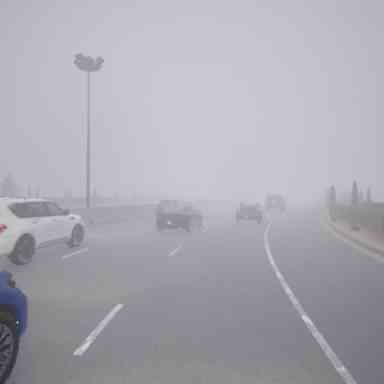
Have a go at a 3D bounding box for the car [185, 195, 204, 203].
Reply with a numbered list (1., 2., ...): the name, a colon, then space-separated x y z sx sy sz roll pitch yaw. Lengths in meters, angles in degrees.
1. car: 0.534 1.370 64.385 2.033 1.411 5.357 0 0 21

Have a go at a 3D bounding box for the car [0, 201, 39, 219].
1. car: -16.259 1.543 29.960 1.812 1.442 4.674 0 0 17

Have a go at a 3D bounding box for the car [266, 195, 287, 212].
1. car: 10.434 1.337 41.306 2.150 2.045 5.566 0 0 21

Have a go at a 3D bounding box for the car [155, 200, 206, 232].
1. car: -0.632 1.497 20.225 1.882 1.535 5.008 0 0 14

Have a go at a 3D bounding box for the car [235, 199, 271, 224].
1. car: 4.565 1.534 25.577 2.128 1.511 4.902 0 0 18

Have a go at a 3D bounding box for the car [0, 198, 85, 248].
1. car: -5.887 1.214 11.788 2.150 2.045 5.566 0 0 8

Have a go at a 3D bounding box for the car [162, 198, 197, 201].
1. car: -1.497 1.395 29.405 2.097 1.767 4.553 0 0 19

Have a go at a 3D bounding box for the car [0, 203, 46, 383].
1. car: -3.266 1.212 1.942 2.150 2.045 5.566 0 0 2

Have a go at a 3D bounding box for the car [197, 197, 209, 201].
1. car: 1.520 1.672 57.283 2.128 1.511 4.902 0 0 21

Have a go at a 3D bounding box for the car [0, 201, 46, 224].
1. car: -13.822 1.514 25.781 1.837 1.490 4.892 0 0 16
